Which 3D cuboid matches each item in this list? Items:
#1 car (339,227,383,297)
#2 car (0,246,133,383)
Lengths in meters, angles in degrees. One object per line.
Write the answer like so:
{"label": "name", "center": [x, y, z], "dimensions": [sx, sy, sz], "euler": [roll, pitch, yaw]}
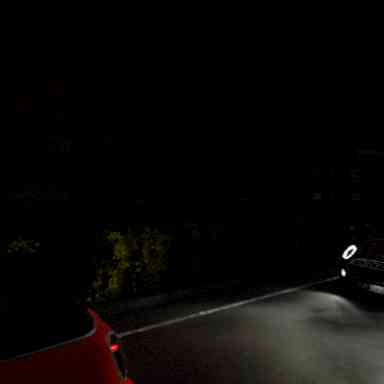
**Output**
{"label": "car", "center": [5.543, 1.360, 7.958], "dimensions": [4.553, 1.767, 2.097], "euler": [0, 0, -36]}
{"label": "car", "center": [-2.710, 1.352, 2.057], "dimensions": [4.553, 1.767, 2.097], "euler": [0, 0, -36]}
